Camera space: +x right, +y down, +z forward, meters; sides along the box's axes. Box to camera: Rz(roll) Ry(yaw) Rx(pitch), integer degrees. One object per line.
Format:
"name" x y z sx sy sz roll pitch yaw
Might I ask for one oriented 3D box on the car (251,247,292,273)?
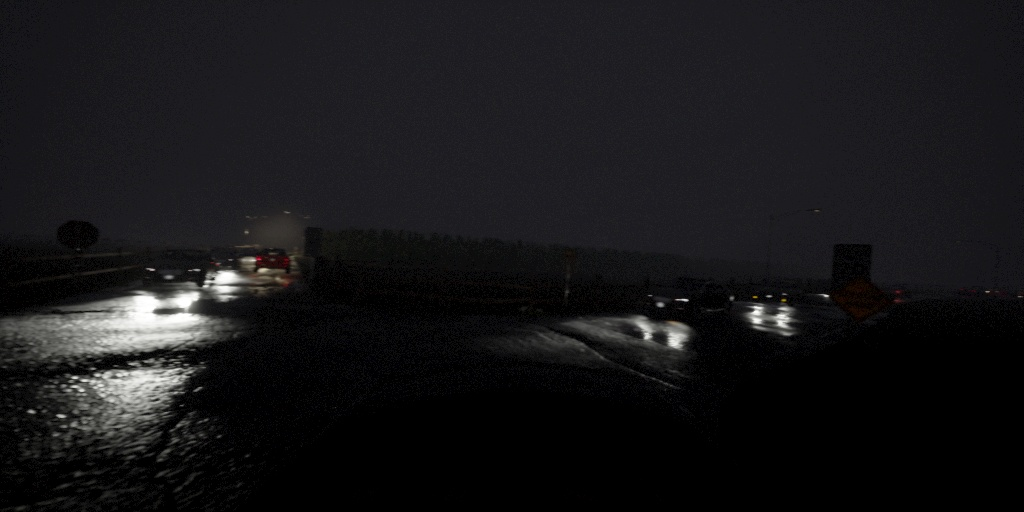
"car" -17.192 0.199 25.892 2.097 1.767 4.553 3 0 -32

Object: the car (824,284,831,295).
"car" 33.815 3.308 36.647 5.357 1.411 2.033 3 0 -37

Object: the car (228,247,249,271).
"car" -20.318 0.154 25.318 2.128 1.511 4.902 3 0 -32

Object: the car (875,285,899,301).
"car" 32.614 3.268 32.118 4.181 1.385 1.994 3 0 -37

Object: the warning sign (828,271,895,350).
"warning sign" 9.364 1.450 9.729 1.060 1.860 1.300 0 0 -38

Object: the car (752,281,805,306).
"car" 16.968 2.321 22.776 4.181 1.385 1.994 3 1 -40

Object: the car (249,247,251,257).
"car" -31.537 -0.379 43.326 2.033 1.411 5.357 3 0 -32

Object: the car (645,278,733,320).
"car" 7.533 1.688 15.062 4.902 1.511 2.128 3 0 -39

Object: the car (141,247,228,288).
"car" -14.263 0.470 15.664 2.128 1.511 4.902 3 0 -32

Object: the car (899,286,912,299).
"car" 40.829 3.794 38.218 4.718 1.301 1.895 3 0 -33
